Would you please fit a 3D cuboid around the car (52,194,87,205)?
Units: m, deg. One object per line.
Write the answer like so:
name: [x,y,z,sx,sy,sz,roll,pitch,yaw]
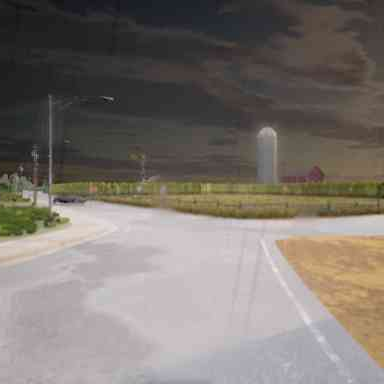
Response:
car: [-17.552,1.048,47.566,4.902,1.511,2.128,0,0,9]
